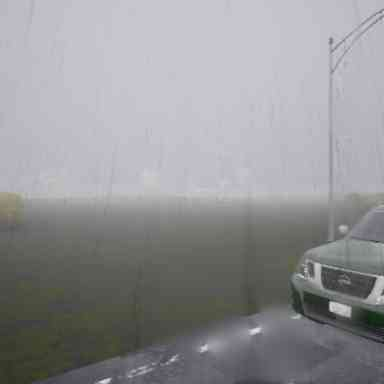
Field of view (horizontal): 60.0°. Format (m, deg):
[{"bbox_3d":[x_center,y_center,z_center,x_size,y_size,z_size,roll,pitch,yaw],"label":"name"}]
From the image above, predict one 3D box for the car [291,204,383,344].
[{"bbox_3d":[4.236,1.214,6.004,5.566,2.045,2.150,0,0,-35],"label":"car"}]
